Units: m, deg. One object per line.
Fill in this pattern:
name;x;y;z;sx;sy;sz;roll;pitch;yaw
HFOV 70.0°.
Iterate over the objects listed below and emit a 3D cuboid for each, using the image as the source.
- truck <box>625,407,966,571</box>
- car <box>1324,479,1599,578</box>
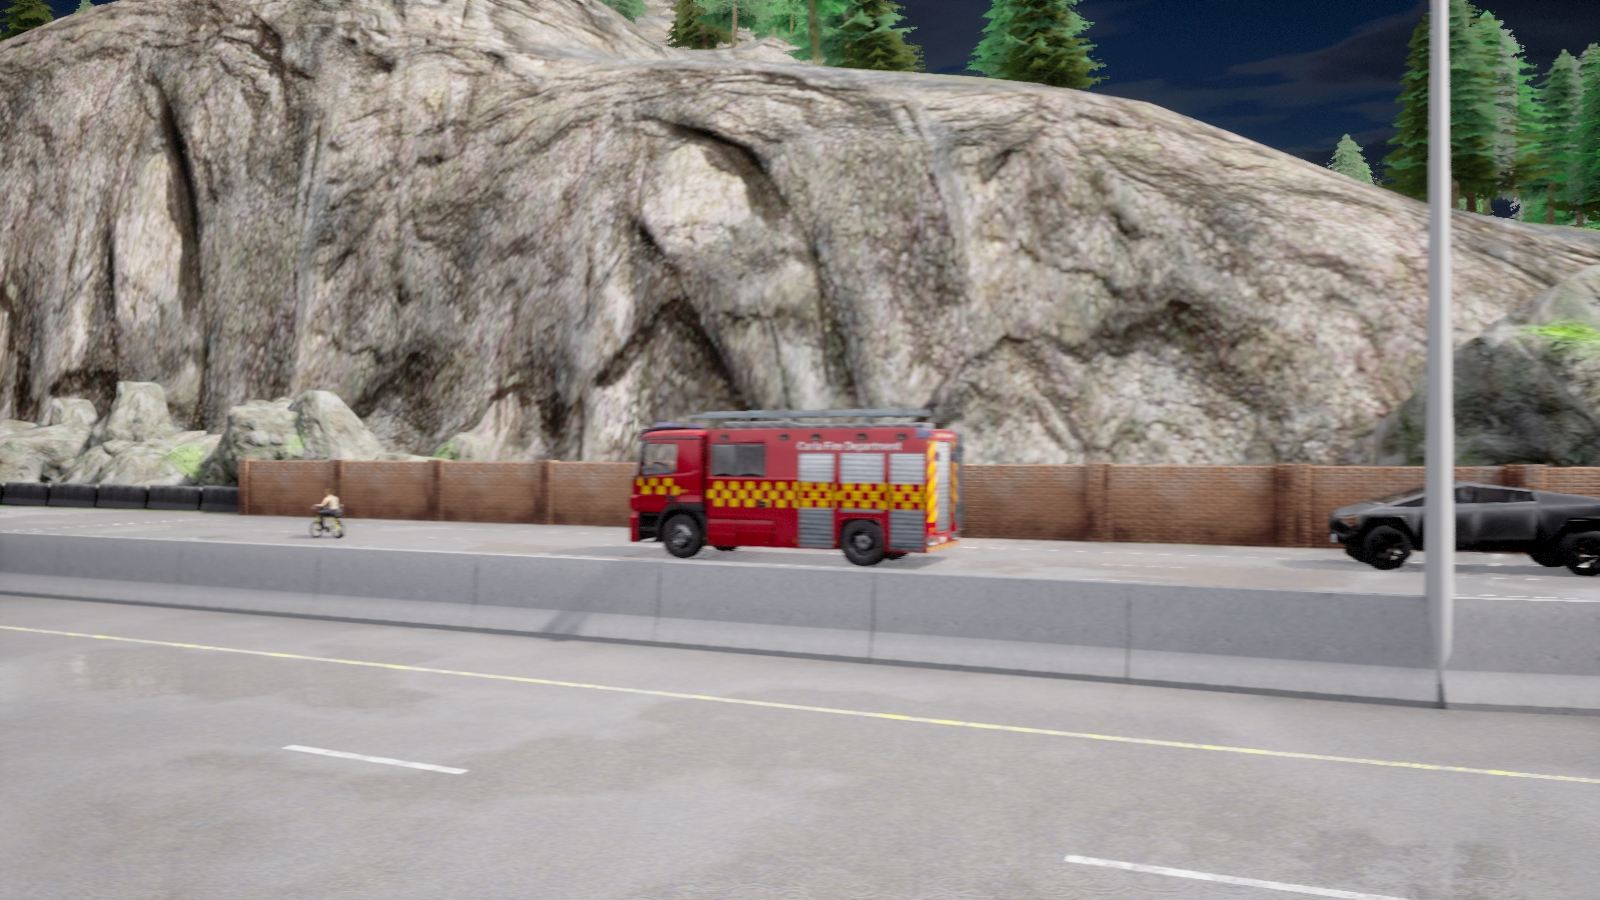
truck;-0.175;0.916;29.827;8.468;3.827;2.891;0;0;24
car;16.051;1.792;27.107;6.274;2.098;2.390;0;0;15
